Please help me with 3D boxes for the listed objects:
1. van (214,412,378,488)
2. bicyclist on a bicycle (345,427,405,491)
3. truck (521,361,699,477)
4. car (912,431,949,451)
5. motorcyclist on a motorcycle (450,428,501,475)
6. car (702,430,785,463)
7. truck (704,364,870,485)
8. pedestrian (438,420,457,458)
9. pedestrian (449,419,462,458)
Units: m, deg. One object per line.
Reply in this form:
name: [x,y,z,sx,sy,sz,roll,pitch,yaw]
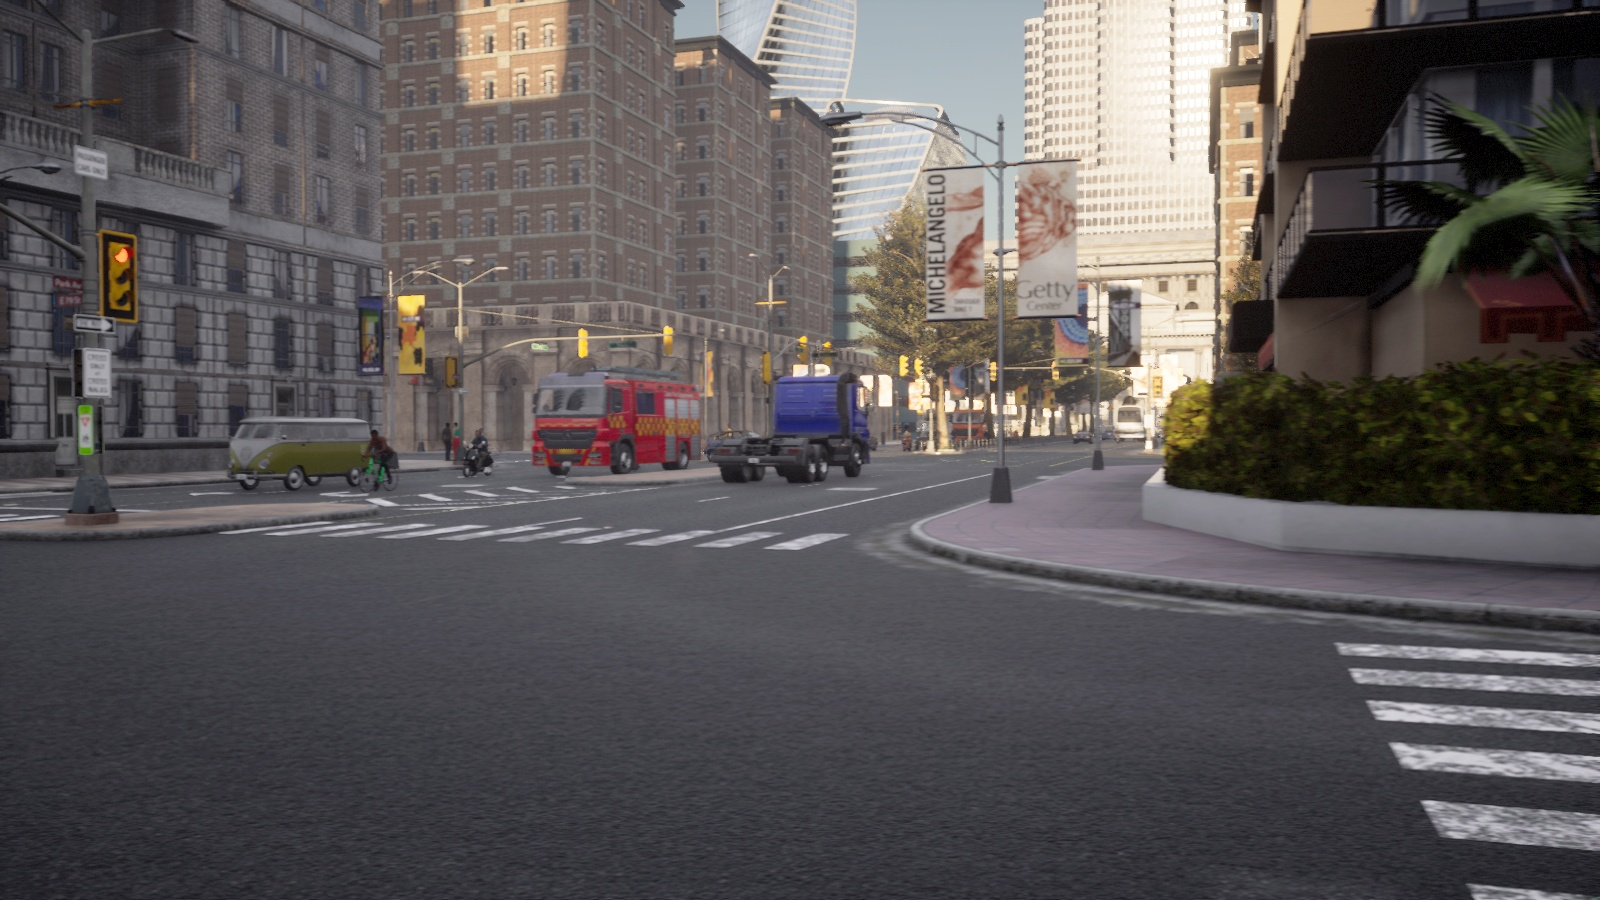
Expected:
van: [-13.920,-0.033,34.983,1.775,1.987,4.442,1,1,18]
bicyclist on a bicycle: [-11.016,0.216,32.606,0.582,1.620,1.656,1,1,18]
truck: [-6.682,-1.097,45.823,2.891,3.827,8.468,1,1,18]
car: [10.096,-0.686,97.135,1.837,1.490,4.892,1,1,18]
motorcyclist on a motorcycle: [-11.181,0.044,43.357,0.866,1.590,1.817,1,1,18]
car: [-2.780,-0.195,61.778,3.705,1.549,1.789,0,1,18]
truck: [-0.189,-0.796,39.947,2.891,3.462,7.936,1,1,18]
pedestrian: [-16.735,-0.534,59.592,0.328,1.805,0.869,1,1,33]
pedestrian: [-16.243,-0.525,59.160,0.345,1.836,0.594,-1,1,-44]
